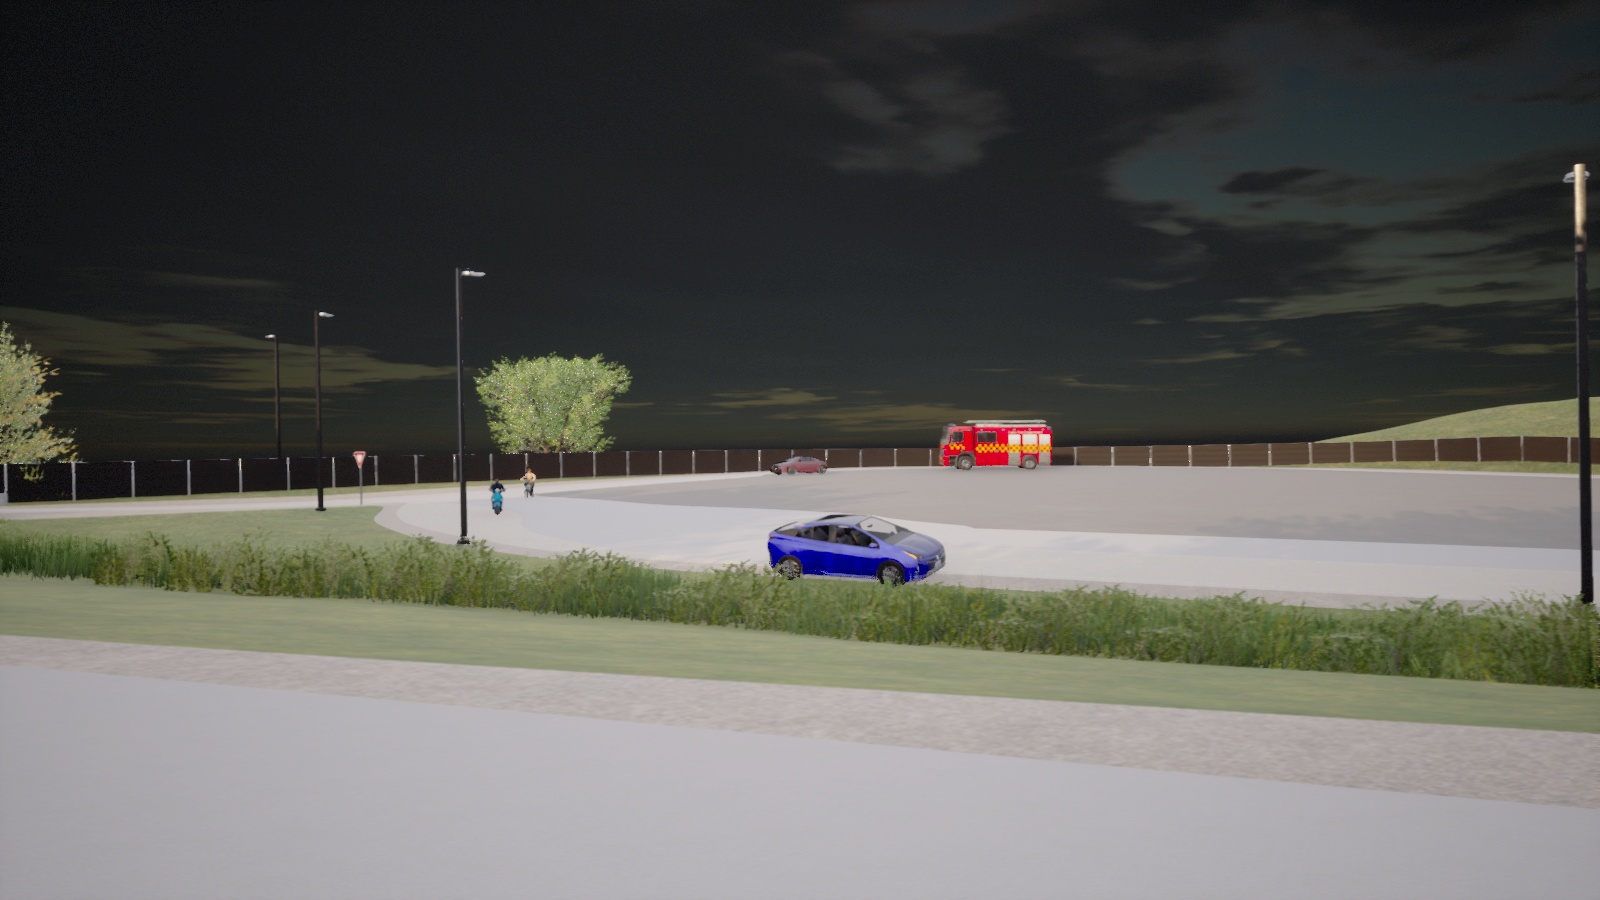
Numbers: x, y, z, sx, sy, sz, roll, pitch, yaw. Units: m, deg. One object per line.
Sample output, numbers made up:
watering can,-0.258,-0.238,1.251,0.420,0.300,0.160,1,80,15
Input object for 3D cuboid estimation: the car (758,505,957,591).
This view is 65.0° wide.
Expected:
car,1.447,2.421,31.692,4.514,1.525,2.007,1,10,30

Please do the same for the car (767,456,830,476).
car,-0.119,1.171,92.333,4.181,1.385,1.994,-1,1,-32

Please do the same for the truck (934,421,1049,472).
truck,14.921,-0.280,98.099,8.468,3.827,2.891,0,3,-3

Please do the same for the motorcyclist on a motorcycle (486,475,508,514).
motorcyclist on a motorcycle,-13.322,1.952,55.154,0.866,1.590,1.817,1,1,-15
